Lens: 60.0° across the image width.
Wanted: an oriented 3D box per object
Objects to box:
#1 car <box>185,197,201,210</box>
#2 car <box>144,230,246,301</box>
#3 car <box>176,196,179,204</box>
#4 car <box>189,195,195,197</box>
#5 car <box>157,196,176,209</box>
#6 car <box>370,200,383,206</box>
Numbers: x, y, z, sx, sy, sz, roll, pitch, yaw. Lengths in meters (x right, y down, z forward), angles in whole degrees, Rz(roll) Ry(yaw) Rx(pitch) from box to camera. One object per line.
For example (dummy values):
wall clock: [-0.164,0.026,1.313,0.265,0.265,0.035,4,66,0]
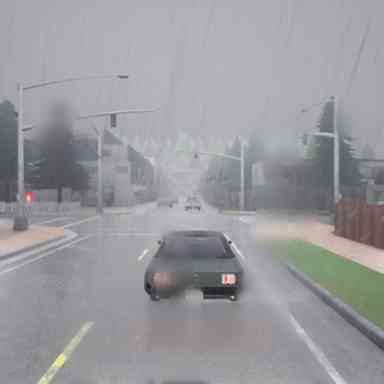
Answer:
car: [0.092,1.585,41.890,1.895,1.301,4.718,0,0,0]
car: [0.068,1.598,8.245,1.895,1.301,4.718,0,0,0]
car: [-3.559,1.481,61.929,1.837,1.490,4.892,0,0,0]
car: [-0.001,1.449,75.284,1.882,1.535,5.008,0,0,0]
car: [-3.594,1.460,45.048,1.882,1.535,5.008,0,0,0]
car: [17.211,1.447,29.637,5.008,1.535,1.882,0,0,-11]
